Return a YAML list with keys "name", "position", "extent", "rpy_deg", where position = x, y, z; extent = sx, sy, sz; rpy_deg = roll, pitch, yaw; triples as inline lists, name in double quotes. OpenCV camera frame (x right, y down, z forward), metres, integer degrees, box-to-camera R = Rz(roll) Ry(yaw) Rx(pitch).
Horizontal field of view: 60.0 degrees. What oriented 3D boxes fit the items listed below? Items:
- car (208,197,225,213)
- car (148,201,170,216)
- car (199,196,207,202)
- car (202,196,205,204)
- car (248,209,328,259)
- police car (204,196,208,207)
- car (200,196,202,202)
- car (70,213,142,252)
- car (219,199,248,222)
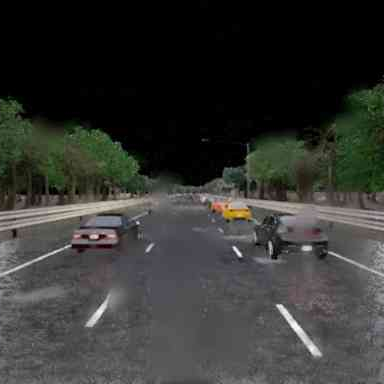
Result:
- name: "car"
  position: [3.473, 1.534, 40.378]
  extent: [2.097, 1.767, 4.553]
  rpy_deg: [0, 0, 0]
- name: "car"
  position: [-3.409, 1.647, 34.761]
  extent: [2.128, 1.511, 4.902]
  rpy_deg: [0, 0, 0]
- name: "car"
  position: [3.113, 1.905, 95.405]
  extent: [1.882, 1.535, 5.008]
  rpy_deg: [0, 0, 0]
- name: "car"
  position: [3.329, 1.761, 62.406]
  extent: [1.882, 1.535, 5.008]
  rpy_deg: [0, 0, 0]
- name: "car"
  position: [3.600, 1.559, 12.840]
  extent: [1.837, 1.490, 4.892]
  rpy_deg: [0, -1, 0]
- name: "police car"
  position: [3.400, 1.658, 51.517]
  extent: [1.930, 1.638, 5.238]
  rpy_deg: [0, 0, 0]
- name: "car"
  position: [3.256, 1.932, 73.435]
  extent: [1.895, 1.301, 4.718]
  rpy_deg: [0, 0, 0]
- name: "car"
  position: [-3.399, 1.609, 14.047]
  extent: [2.033, 1.411, 5.357]
  rpy_deg: [0, 0, 0]
- name: "car"
  position: [3.600, 1.600, 27.571]
  extent: [1.882, 1.535, 5.008]
  rpy_deg: [0, 0, 0]
